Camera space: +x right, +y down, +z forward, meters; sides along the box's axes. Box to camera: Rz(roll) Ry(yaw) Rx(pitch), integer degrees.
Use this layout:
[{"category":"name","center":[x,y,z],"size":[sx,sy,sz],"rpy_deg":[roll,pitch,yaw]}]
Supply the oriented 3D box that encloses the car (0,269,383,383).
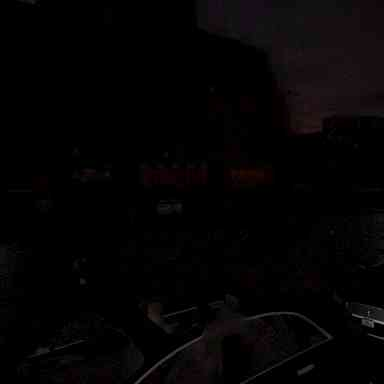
[{"category":"car","center":[-0.268,1.550,2.643],"size":[4.403,1.369,2.008],"rpy_deg":[0,-2,-35]}]

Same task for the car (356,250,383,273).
[{"category":"car","center":[4.172,1.549,5.801],"size":[4.403,1.369,2.008],"rpy_deg":[0,-2,-35]}]
